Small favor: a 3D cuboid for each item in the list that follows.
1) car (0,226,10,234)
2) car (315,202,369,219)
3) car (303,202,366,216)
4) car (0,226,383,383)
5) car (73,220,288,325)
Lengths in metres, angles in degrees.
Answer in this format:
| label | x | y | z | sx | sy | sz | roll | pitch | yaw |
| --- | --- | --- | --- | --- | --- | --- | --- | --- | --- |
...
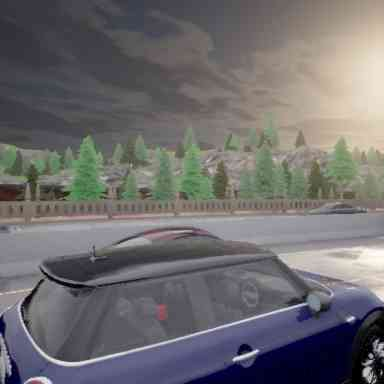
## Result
| label | x | y | z | sx | sy | sz | roll | pitch | yaw |
| --- | --- | --- | --- | --- | --- | --- | --- | --- | --- |
| car | -8.715 | 1.546 | 10.576 | 5.357 | 1.411 | 2.033 | 0 | 0 | -36 |
| car | 13.502 | 1.632 | 29.968 | 4.181 | 1.385 | 1.994 | 0 | 0 | -19 |
| car | 10.665 | 1.553 | 25.167 | 4.892 | 1.490 | 1.837 | 0 | 0 | -22 |
| car | 0.307 | 1.355 | 3.751 | 4.553 | 1.767 | 2.097 | 0 | 0 | -35 |
| car | -0.112 | 1.530 | 7.656 | 4.674 | 1.442 | 1.812 | 0 | 0 | -33 |
